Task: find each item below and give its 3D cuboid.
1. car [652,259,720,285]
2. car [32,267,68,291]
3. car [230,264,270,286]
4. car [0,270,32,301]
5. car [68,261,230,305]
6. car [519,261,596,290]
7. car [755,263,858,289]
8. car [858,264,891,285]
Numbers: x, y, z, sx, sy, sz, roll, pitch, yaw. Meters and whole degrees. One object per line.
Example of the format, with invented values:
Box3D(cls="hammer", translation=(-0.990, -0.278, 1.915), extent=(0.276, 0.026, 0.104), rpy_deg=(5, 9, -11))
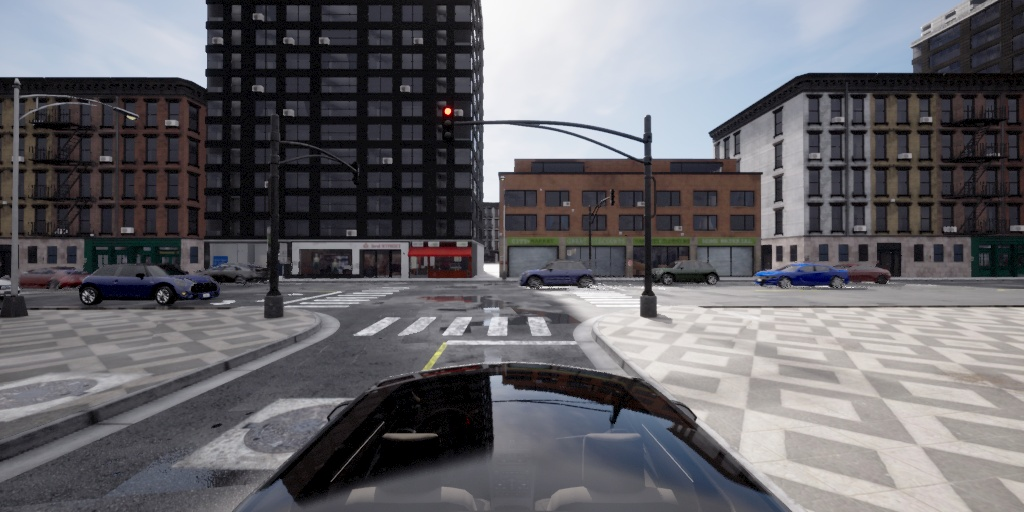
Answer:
Box3D(cls="car", translation=(11.966, 1.116, 25.316), extent=(4.553, 1.767, 2.097), rpy_deg=(0, 0, 0))
Box3D(cls="car", translation=(-28.224, 1.379, 21.939), extent=(4.181, 1.385, 1.994), rpy_deg=(0, 0, 0))
Box3D(cls="car", translation=(-19.814, 1.318, 25.215), extent=(4.902, 1.511, 2.128), rpy_deg=(0, 0, 0))
Box3D(cls="car", translation=(-24.098, 1.279, 15.252), extent=(4.674, 1.442, 1.812), rpy_deg=(0, 0, 0))
Box3D(cls="car", translation=(-15.217, 1.088, 15.257), extent=(4.553, 1.767, 2.097), rpy_deg=(0, 0, 1))
Box3D(cls="car", translation=(2.725, 1.107, 22.037), extent=(4.553, 1.767, 2.097), rpy_deg=(0, 0, 0))
Box3D(cls="car", translation=(17.749, 1.203, 22.083), extent=(5.008, 1.535, 1.882), rpy_deg=(0, 0, 0))
Box3D(cls="car", translation=(23.930, 1.265, 25.335), extent=(4.674, 1.442, 1.812), rpy_deg=(0, 0, -1))
